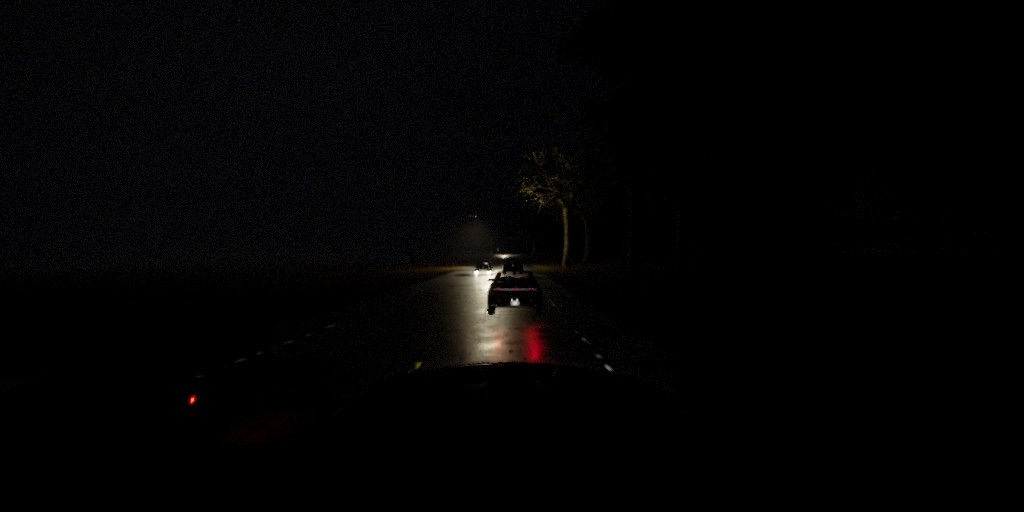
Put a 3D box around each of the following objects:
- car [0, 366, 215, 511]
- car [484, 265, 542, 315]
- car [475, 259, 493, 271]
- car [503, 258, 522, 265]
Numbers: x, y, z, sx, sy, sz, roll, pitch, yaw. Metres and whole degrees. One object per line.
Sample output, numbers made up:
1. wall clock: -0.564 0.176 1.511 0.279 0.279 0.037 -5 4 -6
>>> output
1. car: -3.602 1.291 0.802 2.033 1.411 5.357 0 0 0
2. car: 0.099 1.285 13.870 2.128 1.511 4.902 0 0 0
3. car: -3.504 1.098 45.750 1.837 1.490 4.892 0 1 0
4. car: 0.096 0.981 39.946 2.097 1.767 4.553 0 1 0
